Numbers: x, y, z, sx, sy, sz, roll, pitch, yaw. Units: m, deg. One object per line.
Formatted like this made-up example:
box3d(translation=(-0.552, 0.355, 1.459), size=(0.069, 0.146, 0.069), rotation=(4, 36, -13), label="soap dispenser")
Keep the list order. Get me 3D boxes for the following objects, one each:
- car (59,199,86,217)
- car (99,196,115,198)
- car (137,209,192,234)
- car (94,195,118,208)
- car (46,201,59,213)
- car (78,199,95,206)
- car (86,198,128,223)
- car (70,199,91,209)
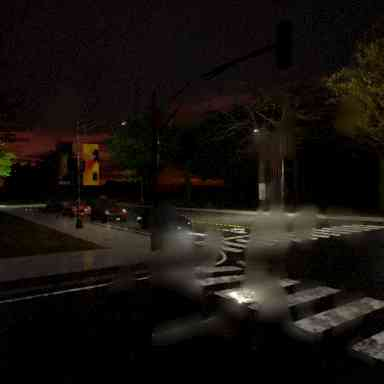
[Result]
box3d(translation=(-13.112, 1.812, 37.810), size=(2.097, 1.767, 4.553), rotation=(-1, 0, -35), label="car")
box3d(translation=(-13.807, 1.783, 50.366), size=(2.097, 1.767, 4.553), rotation=(-1, 0, -35), label="car")
box3d(translation=(-2.011, 1.820, 22.034), size=(2.033, 1.411, 5.357), rotation=(-1, 0, -29), label="car")
box3d(translation=(-15.047, 1.653, 57.910), size=(2.150, 2.045, 5.566), rotation=(-1, 0, -35), label="car")
box3d(translation=(-18.865, 2.035, 46.116), size=(1.882, 1.535, 5.008), rotation=(-1, 0, -35), label="car")
box3d(translation=(-21.161, 2.101, 66.657), size=(1.994, 1.385, 4.181), rotation=(-1, 0, -35), label="car")
box3d(translation=(-7.505, 1.717, 29.788), size=(2.097, 1.767, 4.553), rotation=(-1, 0, -35), label="car")
box3d(translation=(-19.666, 2.079, 58.679), size=(2.033, 1.411, 5.357), rotation=(-1, 0, -35), label="car")
